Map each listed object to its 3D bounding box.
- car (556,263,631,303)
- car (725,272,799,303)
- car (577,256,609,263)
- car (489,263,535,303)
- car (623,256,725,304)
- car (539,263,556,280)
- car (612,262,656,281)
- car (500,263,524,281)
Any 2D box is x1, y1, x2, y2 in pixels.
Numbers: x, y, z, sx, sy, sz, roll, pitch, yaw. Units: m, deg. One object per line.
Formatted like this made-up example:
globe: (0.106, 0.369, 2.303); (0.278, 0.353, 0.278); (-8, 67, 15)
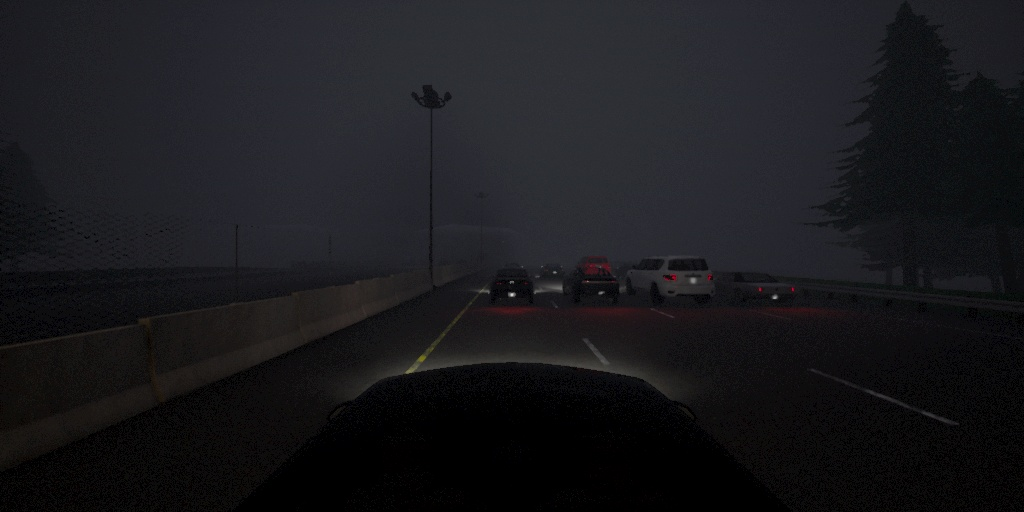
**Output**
car: (3.500, 1.247, 16.503); (2.128, 1.511, 4.902); (0, 0, 0)
car: (10.500, 1.369, 16.532); (1.895, 1.301, 4.718); (0, 0, 0)
car: (7.033, 1.015, 31.502); (2.150, 2.045, 5.566); (0, 0, 0)
car: (0.000, 1.269, 16.502); (1.837, 1.490, 4.892); (0, 0, 0)
car: (7.000, 1.010, 16.533); (2.150, 2.045, 5.566); (0, 0, 0)
car: (3.533, 1.330, 31.480); (1.994, 1.385, 4.181); (0, 0, 0)
car: (10.533, 1.320, 31.461); (2.033, 1.411, 5.357); (0, 0, 0)
car: (0.033, 1.330, 31.490); (1.994, 1.385, 4.181); (0, 0, 0)
